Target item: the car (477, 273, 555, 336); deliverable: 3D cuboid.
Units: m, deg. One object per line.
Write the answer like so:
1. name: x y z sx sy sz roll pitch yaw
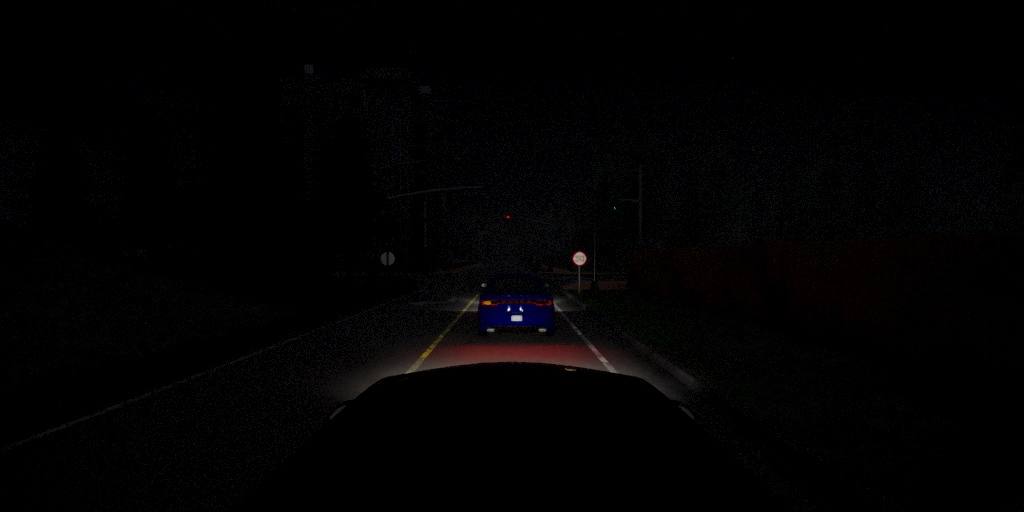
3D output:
1. car: 0.098 1.228 10.415 1.882 1.535 5.008 0 0 0
